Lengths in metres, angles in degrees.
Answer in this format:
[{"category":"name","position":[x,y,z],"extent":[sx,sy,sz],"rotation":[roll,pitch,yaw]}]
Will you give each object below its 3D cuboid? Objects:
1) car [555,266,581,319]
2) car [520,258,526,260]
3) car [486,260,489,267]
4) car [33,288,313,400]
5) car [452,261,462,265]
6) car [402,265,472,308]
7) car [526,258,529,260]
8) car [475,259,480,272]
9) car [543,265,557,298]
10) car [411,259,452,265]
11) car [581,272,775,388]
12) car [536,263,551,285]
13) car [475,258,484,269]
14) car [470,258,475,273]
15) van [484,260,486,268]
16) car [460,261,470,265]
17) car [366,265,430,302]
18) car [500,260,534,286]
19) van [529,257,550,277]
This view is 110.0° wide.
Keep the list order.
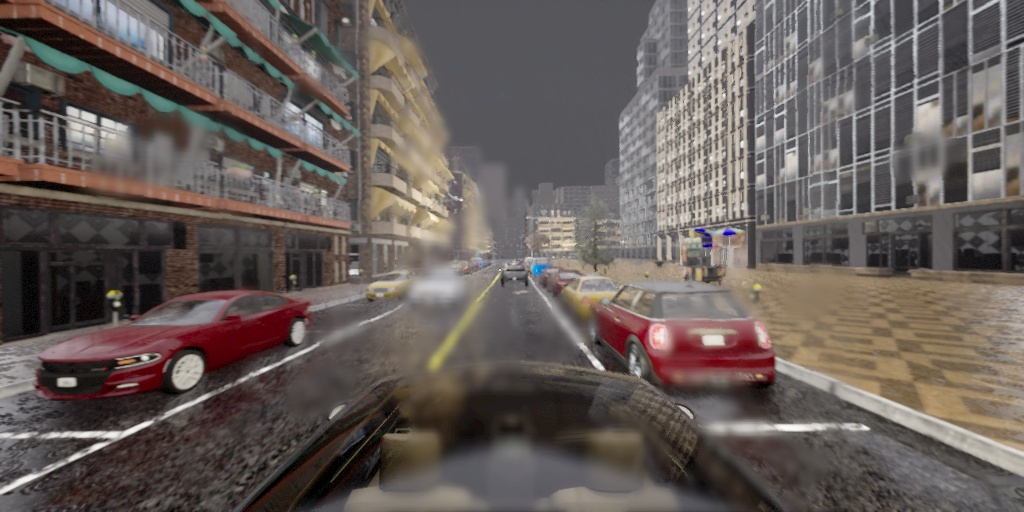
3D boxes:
[{"category":"car","position":[2.756,1.247,12.475],"extent":[1.751,1.417,4.829],"rotation":[0,0,0]},{"category":"car","position":[0.182,1.254,39.735],"extent":[2.128,1.511,4.902],"rotation":[-1,0,0]},{"category":"car","position":[-5.525,1.430,62.060],"extent":[1.802,1.307,4.207],"rotation":[0,0,0]},{"category":"car","position":[-5.635,1.357,6.796],"extent":[1.888,1.381,4.507],"rotation":[0,0,0]},{"category":"car","position":[-5.591,1.368,28.902],"extent":[2.007,1.370,4.403],"rotation":[0,0,0]},{"category":"car","position":[-3.028,1.311,15.535],"extent":[1.812,1.442,4.674],"rotation":[-1,0,0]},{"category":"car","position":[2.811,1.259,40.107],"extent":[1.751,1.417,4.829],"rotation":[0,0,0]},{"category":"car","position":[-5.558,1.395,45.481],"extent":[1.948,1.339,4.313],"rotation":[0,0,0]},{"category":"car","position":[2.766,1.305,17.832],"extent":[1.802,1.307,4.207],"rotation":[0,0,0]},{"category":"car","position":[-5.603,1.130,23.375],"extent":[2.192,1.841,5.009],"rotation":[0,0,0]},{"category":"car","position":[2.745,1.160,6.778],"extent":[1.967,1.591,4.097],"rotation":[0,0,0]},{"category":"car","position":[2.777,1.306,23.358],"extent":[1.802,1.307,4.207],"rotation":[0,0,0]},{"category":"car","position":[-5.547,1.380,51.008],"extent":[1.888,1.381,4.507],"rotation":[0,0,0]},{"category":"car","position":[-5.569,1.264,39.954],"extent":[1.967,1.591,4.097],"rotation":[0,0,0]},{"category":"van","position":[-5.536,1.182,56.535],"extent":[1.690,1.789,3.998],"rotation":[0,0,0]},{"category":"car","position":[-5.580,1.371,34.429],"extent":[2.007,1.370,4.403],"rotation":[0,0,0]},{"category":"car","position":[-5.614,1.339,17.679],"extent":[1.751,1.417,4.829],"rotation":[0,0,0]},{"category":"car","position":[0.170,1.246,25.334],"extent":[2.128,1.511,4.902],"rotation":[-1,0,0]},{"category":"van","position":[2.800,1.070,34.411],"extent":[1.690,1.789,3.998],"rotation":[0,0,0]}]
